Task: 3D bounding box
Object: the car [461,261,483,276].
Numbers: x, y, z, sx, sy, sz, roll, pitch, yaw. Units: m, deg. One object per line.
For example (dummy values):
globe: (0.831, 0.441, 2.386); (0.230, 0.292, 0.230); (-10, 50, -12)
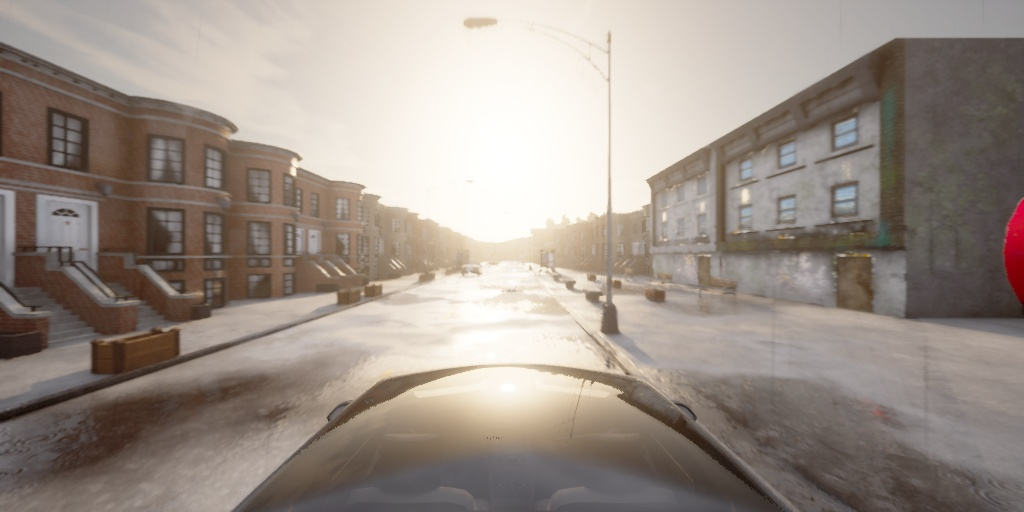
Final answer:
car: (-4.047, 1.240, 36.911); (2.128, 1.511, 4.902); (0, 0, 1)
